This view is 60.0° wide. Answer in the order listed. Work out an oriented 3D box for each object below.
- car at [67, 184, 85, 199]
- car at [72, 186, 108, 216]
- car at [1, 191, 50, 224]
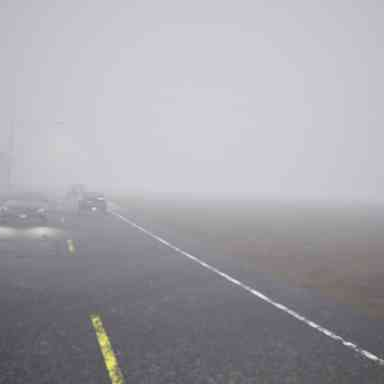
[{"bbox_3d":[-12.724,-0.142,37.004,2.097,1.767,4.553,4,1,-21],"label":"car"},{"bbox_3d":[-6.793,0.666,22.346,1.837,1.490,4.892,4,1,-22],"label":"car"},{"bbox_3d":[-8.231,0.683,16.641,1.812,1.442,4.674,4,1,-23],"label":"car"}]
